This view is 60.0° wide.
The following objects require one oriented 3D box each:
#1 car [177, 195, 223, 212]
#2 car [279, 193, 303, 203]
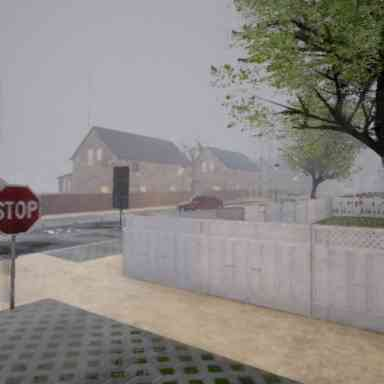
[{"bbox_3d":[0.735,0.990,27.431,1.882,1.535,5.008,2,2,35],"label":"car"},{"bbox_3d":[13.526,0.783,45.398,1.895,1.301,4.718,2,2,35],"label":"car"}]
